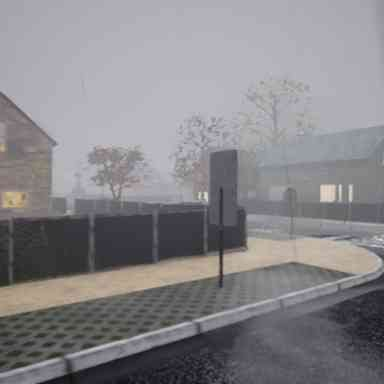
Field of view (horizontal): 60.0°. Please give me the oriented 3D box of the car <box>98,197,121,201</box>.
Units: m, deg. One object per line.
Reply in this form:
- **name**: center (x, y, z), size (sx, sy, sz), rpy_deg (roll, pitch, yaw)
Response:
- **car**: center (-9.064, 1.304, 36.534), size (1.882, 1.535, 5.008), rpy_deg (1, 0, -37)

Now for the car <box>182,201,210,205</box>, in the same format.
- **car**: center (0.660, 1.406, 23.718), size (1.837, 1.490, 4.892), rpy_deg (1, 0, -37)
